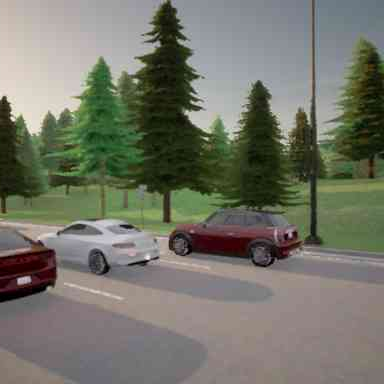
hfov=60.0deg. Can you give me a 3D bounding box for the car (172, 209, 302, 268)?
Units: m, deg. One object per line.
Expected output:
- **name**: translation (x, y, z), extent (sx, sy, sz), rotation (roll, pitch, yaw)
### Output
- **car**: translation (1.345, 1.375, 11.629), extent (4.553, 1.767, 2.097), rotation (0, 0, 35)

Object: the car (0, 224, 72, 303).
- **car**: translation (-5.162, 1.513, 7.671), extent (5.008, 1.535, 1.882), rotation (0, 0, 35)

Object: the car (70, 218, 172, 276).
- **car**: translation (-3.103, 1.561, 10.502), extent (4.674, 1.442, 1.812), rotation (0, 0, 35)
